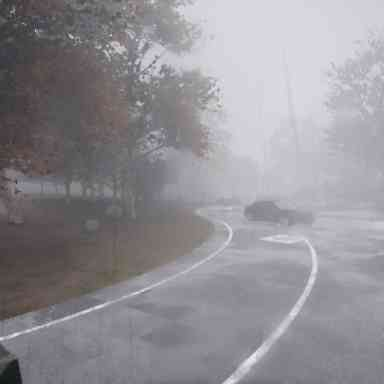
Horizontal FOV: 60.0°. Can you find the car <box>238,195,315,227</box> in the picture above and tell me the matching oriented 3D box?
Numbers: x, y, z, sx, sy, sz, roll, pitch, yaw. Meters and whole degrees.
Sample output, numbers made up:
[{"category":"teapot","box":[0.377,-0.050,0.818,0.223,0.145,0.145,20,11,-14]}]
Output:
[{"category":"car","box":[5.315,1.223,20.875,1.882,1.535,5.008,-2,1,-29]}]

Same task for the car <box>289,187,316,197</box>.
[{"category":"car","box":[15.435,0.314,48.249,5.566,2.045,2.150,-2,1,-25]}]

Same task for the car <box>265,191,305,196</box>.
[{"category":"car","box":[6.462,0.998,26.204,2.097,1.767,4.553,-1,1,-14]}]

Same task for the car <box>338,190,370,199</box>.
[{"category":"car","box":[25.717,0.363,53.025,4.674,1.442,1.812,0,1,7]}]

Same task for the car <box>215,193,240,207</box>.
[{"category":"car","box":[4.623,0.941,41.654,1.882,1.535,5.008,-1,1,30]}]

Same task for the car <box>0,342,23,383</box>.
[{"category":"car","box":[-3.734,1.589,1.826,1.895,1.301,4.718,0,0,44]}]
